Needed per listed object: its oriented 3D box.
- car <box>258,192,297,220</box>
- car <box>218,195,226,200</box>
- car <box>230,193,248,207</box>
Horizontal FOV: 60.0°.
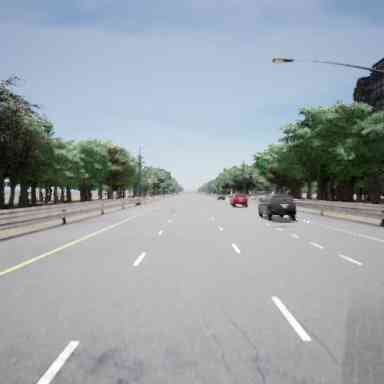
[{"bbox_3d":[7.026,1.225,27.838,2.150,2.045,5.566,0,0,0],"label":"car"},{"bbox_3d":[8.513,1.522,94.221,1.812,1.442,4.674,0,0,11],"label":"car"},{"bbox_3d":[7.058,1.242,50.431,2.150,2.045,5.566,0,0,0],"label":"car"}]
